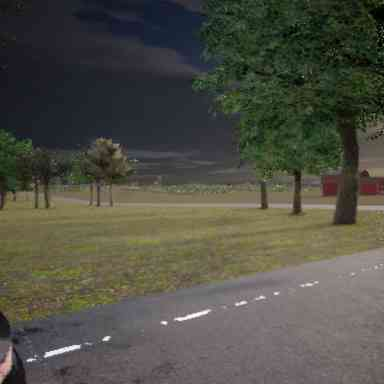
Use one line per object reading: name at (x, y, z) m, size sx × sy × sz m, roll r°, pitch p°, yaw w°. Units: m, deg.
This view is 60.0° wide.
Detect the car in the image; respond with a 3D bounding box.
car at (-3.478, 1.494, 1.511) m, size 4.902 × 1.511 × 2.128 m, roll 0°, pitch 0°, yaw -35°
